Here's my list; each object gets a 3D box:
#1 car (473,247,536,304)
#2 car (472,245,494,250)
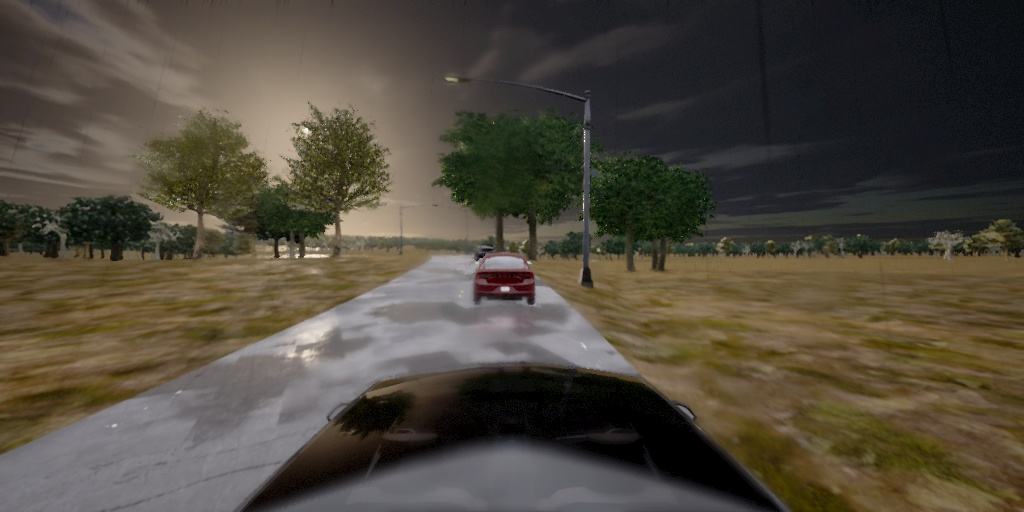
[{"bbox_3d":[-0.300,0.630,12.566,1.882,1.535,5.008,0,3,-2],"label":"car"},{"bbox_3d":[-2.421,-0.289,32.436,1.837,1.490,4.892,0,2,-9],"label":"car"}]
